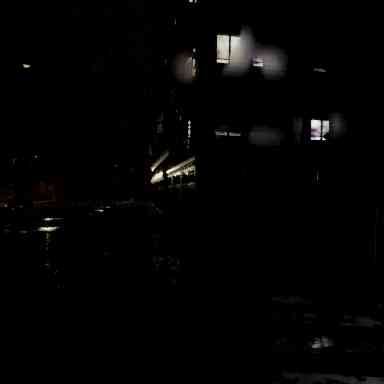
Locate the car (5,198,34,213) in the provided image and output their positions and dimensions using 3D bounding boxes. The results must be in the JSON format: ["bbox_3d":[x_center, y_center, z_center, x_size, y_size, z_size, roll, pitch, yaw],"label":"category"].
[{"bbox_3d":[-18.567,1.434,36.087,1.812,1.442,4.674,1,0,-9],"label":"car"}]
